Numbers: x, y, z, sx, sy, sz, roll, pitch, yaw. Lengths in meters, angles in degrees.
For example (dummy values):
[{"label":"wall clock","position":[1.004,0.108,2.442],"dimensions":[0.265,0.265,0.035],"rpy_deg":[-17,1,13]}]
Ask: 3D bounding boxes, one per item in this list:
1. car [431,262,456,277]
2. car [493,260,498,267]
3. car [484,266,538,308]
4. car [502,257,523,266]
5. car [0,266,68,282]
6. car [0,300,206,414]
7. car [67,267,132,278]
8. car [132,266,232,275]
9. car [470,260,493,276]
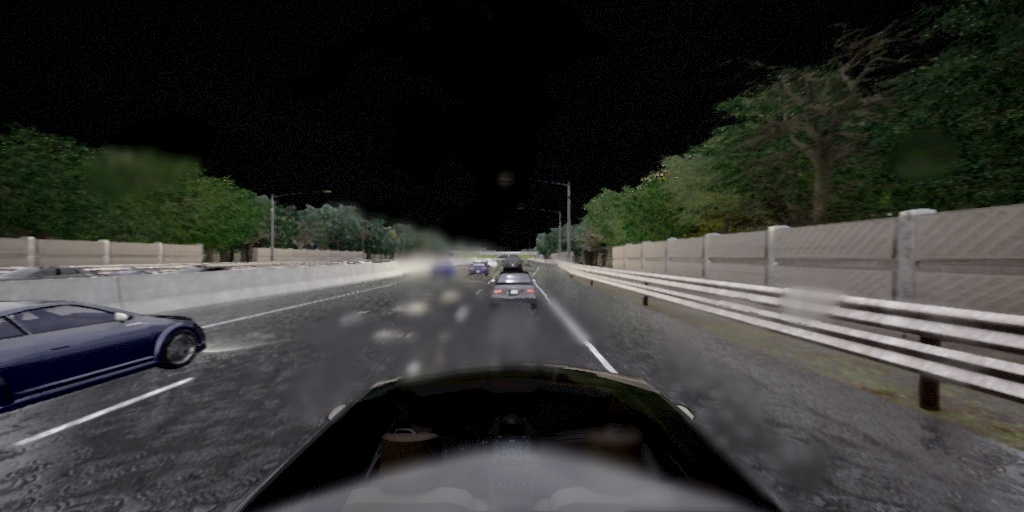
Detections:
[{"label":"car","position":[-6.903,1.330,36.654],"dimensions":[1.882,1.535,5.008],"rpy_deg":[0,0,0]},{"label":"car","position":[-3.411,1.465,62.999],"dimensions":[1.812,1.442,4.674],"rpy_deg":[0,0,0]},{"label":"car","position":[0.096,1.339,15.300],"dimensions":[2.033,1.411,5.357],"rpy_deg":[0,0,0]},{"label":"car","position":[0.093,1.086,40.511],"dimensions":[2.150,2.045,5.566],"rpy_deg":[0,0,0]},{"label":"car","position":[-24.535,1.304,18.610],"dimensions":[1.837,1.490,4.892],"rpy_deg":[0,-1,1]},{"label":"car","position":[-6.903,1.323,5.177],"dimensions":[1.994,1.385,4.181],"rpy_deg":[0,0,0]},{"label":"car","position":[-21.021,1.366,19.941],"dimensions":[1.994,1.385,4.181],"rpy_deg":[0,0,1]},{"label":"car","position":[-17.519,1.310,19.991],"dimensions":[1.837,1.490,4.892],"rpy_deg":[0,-1,0]},{"label":"car","position":[-3.407,1.385,38.486],"dimensions":[1.812,1.442,4.674],"rpy_deg":[0,0,0]}]
